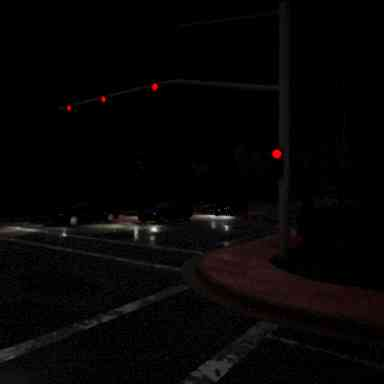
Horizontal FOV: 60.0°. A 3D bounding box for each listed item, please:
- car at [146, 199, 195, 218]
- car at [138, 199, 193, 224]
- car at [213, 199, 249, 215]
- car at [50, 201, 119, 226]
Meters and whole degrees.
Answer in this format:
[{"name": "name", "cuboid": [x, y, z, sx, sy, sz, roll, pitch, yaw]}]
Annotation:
[{"name": "car", "cuboid": [-1.893, 1.459, 31.019, 1.837, 1.490, 4.892, 0, 0, 36]}, {"name": "car", "cuboid": [-1.908, 1.440, 24.995, 1.882, 1.535, 5.008, 0, 0, 36]}, {"name": "car", "cuboid": [3.952, 1.467, 33.133, 1.837, 1.490, 4.892, 0, 0, 36]}, {"name": "car", "cuboid": [-7.424, 1.432, 23.305, 1.882, 1.535, 5.008, 0, 0, 36]}]
